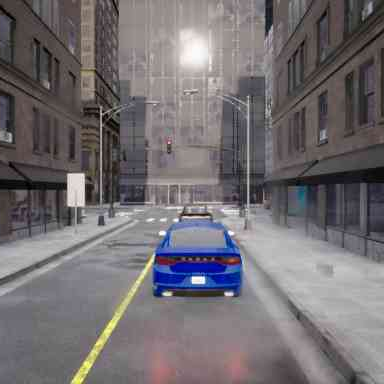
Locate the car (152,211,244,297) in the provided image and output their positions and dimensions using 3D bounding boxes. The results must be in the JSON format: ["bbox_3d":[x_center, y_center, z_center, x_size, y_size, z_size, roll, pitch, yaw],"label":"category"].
[{"bbox_3d":[0.125,1.473,8.611,1.882,1.535,5.008,0,0,0],"label":"car"}]

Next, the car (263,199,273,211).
[{"bbox_3d":[10.555,1.222,38.423,4.553,1.767,2.097,0,0,0],"label":"car"}]

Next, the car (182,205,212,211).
[{"bbox_3d":[0.181,1.480,19.057,2.128,1.511,4.902,0,0,-1],"label":"car"}]

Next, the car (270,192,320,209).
[{"bbox_3d":[12.780,1.057,41.670,5.566,2.045,2.150,0,0,0],"label":"car"}]
